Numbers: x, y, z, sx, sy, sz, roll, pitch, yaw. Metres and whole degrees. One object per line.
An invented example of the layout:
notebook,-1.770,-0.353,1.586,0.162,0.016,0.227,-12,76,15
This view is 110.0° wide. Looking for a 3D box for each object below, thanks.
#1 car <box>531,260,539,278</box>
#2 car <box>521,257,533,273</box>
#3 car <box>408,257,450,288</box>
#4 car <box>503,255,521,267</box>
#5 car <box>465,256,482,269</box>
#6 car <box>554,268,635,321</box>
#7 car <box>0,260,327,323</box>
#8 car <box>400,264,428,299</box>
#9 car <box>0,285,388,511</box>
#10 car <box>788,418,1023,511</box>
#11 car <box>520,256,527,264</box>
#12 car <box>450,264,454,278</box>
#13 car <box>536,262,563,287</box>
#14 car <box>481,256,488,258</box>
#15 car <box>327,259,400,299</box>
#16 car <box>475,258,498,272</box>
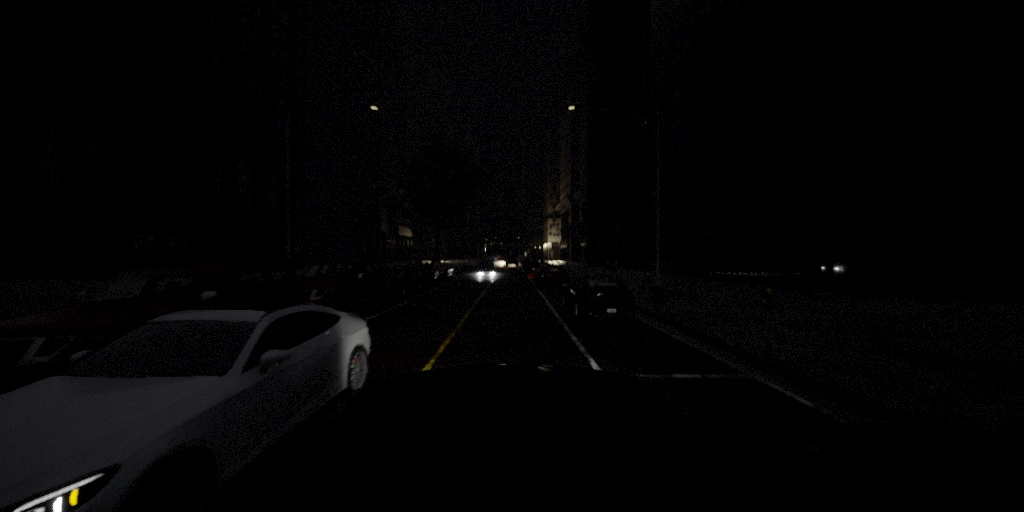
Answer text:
car,2.756,1.201,29.305,1.751,1.417,4.829,0,0,0
car,2.346,1.149,41.544,1.837,1.490,4.892,0,0,0
car,-5.768,1.005,23.448,2.192,1.841,5.009,0,0,0
car,-0.005,0.819,62.779,2.150,2.045,5.566,0,0,0
car,-5.774,1.147,51.664,1.751,1.417,4.829,0,0,0
car,2.760,1.272,12.102,2.007,1.370,4.403,0,0,0
car,-5.764,1.051,6.416,2.192,1.841,5.009,0,0,0
car,-5.766,1.271,17.771,1.948,1.339,4.313,0,0,0
car,-3.100,1.270,3.882,1.812,1.442,4.674,0,0,0
car,2.763,1.335,0.747,1.802,1.307,4.207,0,0,0
car,2.750,1.160,57.522,2.007,1.370,4.403,0,0,0
car,-5.769,1.226,29.125,2.007,1.370,4.403,0,0,0
car,2.757,1.273,23.457,1.802,1.307,4.207,0,0,0
car,-5.777,1.179,63.189,1.802,1.307,4.207,0,0,0
car,-5.765,1.036,12.094,2.192,1.841,5.009,0,0,0
car,-3.097,1.238,45.038,1.895,1.301,4.718,0,0,0
